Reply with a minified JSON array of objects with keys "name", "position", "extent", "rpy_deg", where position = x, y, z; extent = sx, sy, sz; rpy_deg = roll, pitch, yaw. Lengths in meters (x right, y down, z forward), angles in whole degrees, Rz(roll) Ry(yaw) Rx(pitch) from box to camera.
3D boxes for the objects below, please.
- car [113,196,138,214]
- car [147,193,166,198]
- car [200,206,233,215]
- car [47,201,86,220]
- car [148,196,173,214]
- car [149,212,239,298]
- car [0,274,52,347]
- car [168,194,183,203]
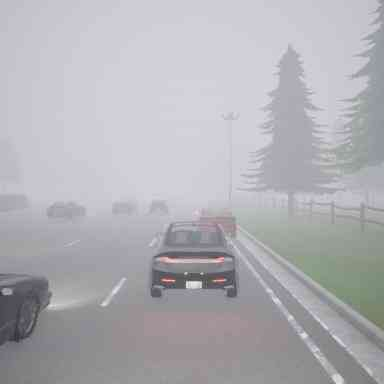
[{"name":"car","position":[-6.900,1.477,34.732],"extent":[1.882,1.535,5.008],"rpy_deg":[0,0,0]},{"name":"car","position":[-6.900,1.223,64.977],"extent":[2.150,2.045,5.566],"rpy_deg":[0,0,0]},{"name":"car","position":[1.225,1.478,17.871],"extent":[1.882,1.535,5.008],"rpy_deg":[0,0,0]},{"name":"car","position":[-10.400,1.491,27.875],"extent":[2.128,1.511,4.902],"rpy_deg":[0,0,0]},{"name":"car","position":[-3.400,1.505,35.603],"extent":[1.837,1.490,4.892],"rpy_deg":[0,0,0]},{"name":"car","position":[0.052,1.492,8.529],"extent":[2.128,1.511,4.902],"rpy_deg":[0,0,0]},{"name":"car","position":[-3.399,1.547,3.440],"extent":[2.033,1.411,5.357],"rpy_deg":[0,0,0]},{"name":"car","position":[-3.399,1.477,69.003],"extent":[1.882,1.535,5.008],"rpy_deg":[0,0,0]}]
